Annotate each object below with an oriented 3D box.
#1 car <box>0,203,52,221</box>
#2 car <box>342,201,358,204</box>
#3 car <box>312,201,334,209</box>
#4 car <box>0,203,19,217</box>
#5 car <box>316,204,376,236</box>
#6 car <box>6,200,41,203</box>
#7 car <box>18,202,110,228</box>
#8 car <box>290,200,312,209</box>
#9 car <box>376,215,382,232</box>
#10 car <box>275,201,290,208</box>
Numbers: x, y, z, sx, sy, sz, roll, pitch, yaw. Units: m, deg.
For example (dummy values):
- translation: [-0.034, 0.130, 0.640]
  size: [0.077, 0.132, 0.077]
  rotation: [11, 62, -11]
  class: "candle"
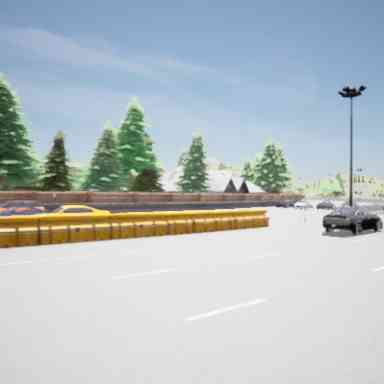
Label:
- translation: [-14.381, 1.635, 28.215]
  size: [4.181, 1.385, 1.994]
  rotation: [1, 0, -36]
  class: "car"
- translation: [23.802, 2.068, 49.996]
  size: [1.812, 1.442, 4.674]
  rotation: [0, 0, 39]
  class: "car"
- translation: [20.956, 2.096, 52.049]
  size: [1.994, 1.385, 4.181]
  rotation: [0, 0, 39]
  class: "car"
- translation: [-11.330, 1.617, 21.776]
  size: [4.181, 1.385, 1.994]
  rotation: [1, -1, -36]
  class: "car"
- translation: [9.799, 1.712, 20.190]
  size: [4.902, 1.511, 2.128]
  rotation: [1, 0, -40]
  class: "car"
- translation: [-13.267, 1.407, 24.699]
  size: [4.553, 1.767, 2.097]
  rotation: [1, 0, -36]
  class: "car"
- translation: [-7.481, 1.552, 20.244]
  size: [5.008, 1.535, 1.882]
  rotation: [1, 0, -36]
  class: "car"
- translation: [18.270, 2.051, 54.273]
  size: [1.812, 1.442, 4.674]
  rotation: [0, 0, 39]
  class: "car"
- translation: [11.862, 1.711, 17.360]
  size: [4.902, 1.511, 2.128]
  rotation: [1, 0, -40]
  class: "car"
- translation: [16.097, 2.127, 57.099]
  size: [1.895, 1.301, 4.718]
  rotation: [0, 0, 39]
  class: "car"
